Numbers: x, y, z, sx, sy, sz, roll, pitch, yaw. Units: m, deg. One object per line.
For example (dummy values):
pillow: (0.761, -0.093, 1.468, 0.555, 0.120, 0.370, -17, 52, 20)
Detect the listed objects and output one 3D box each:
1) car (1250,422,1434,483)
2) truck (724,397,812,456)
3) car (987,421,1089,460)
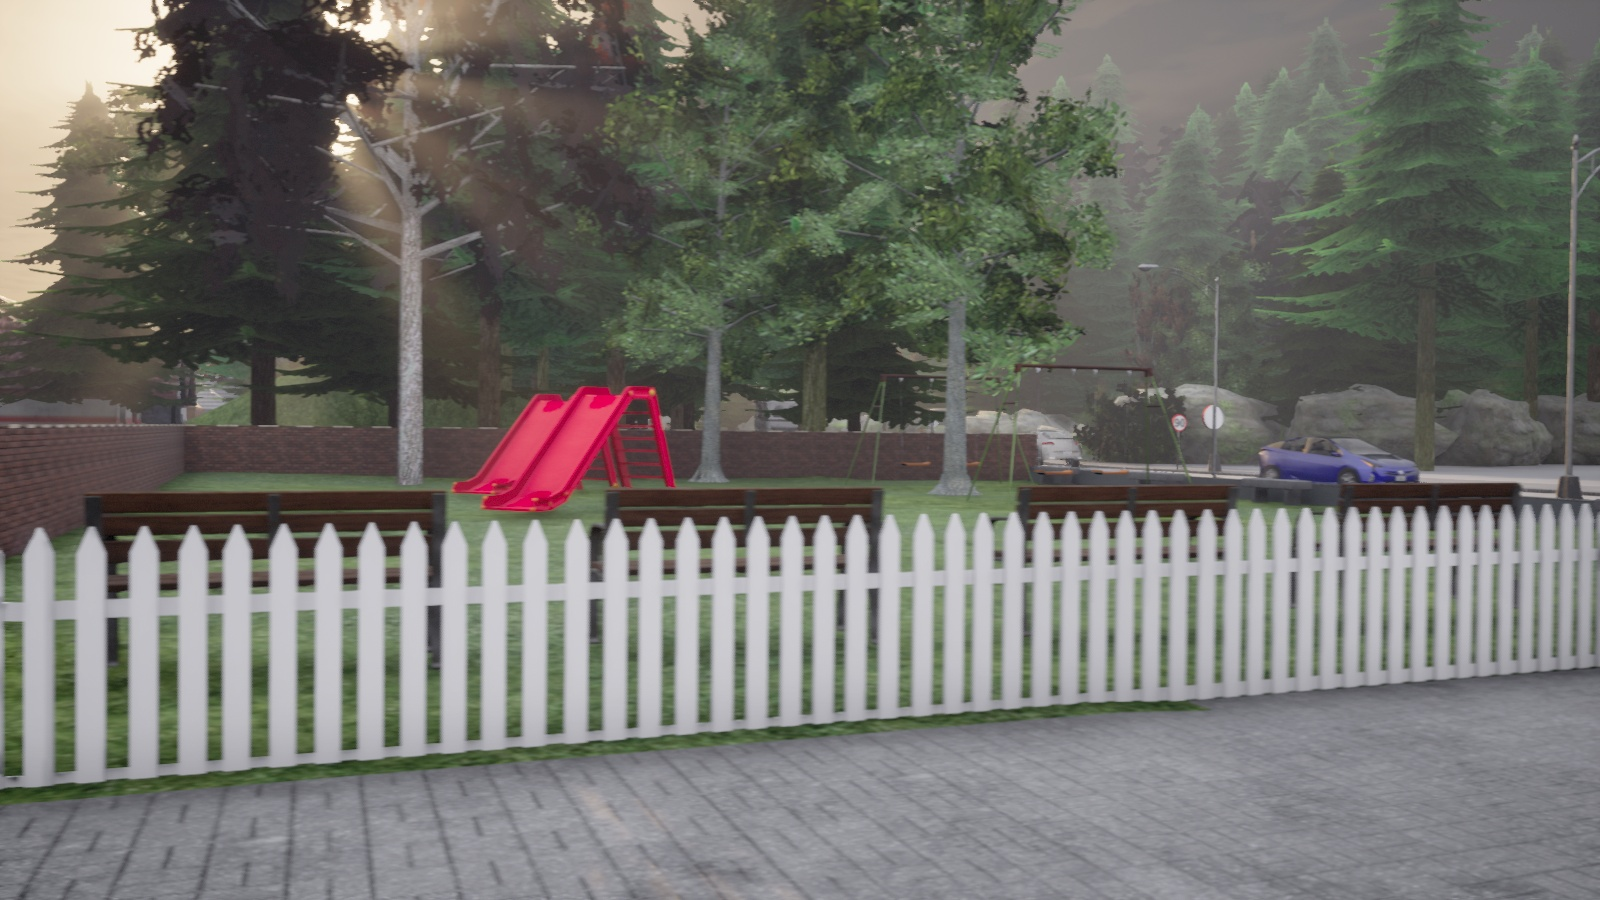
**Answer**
car: (14.581, 0.032, 34.091, 2.007, 1.525, 4.514, -1, 1, -21)
truck: (-2.091, -1.427, 77.770, 2.891, 3.462, 7.936, -1, 1, -21)
car: (10.517, -0.447, 55.930, 2.152, 1.651, 5.027, -1, 1, -21)
